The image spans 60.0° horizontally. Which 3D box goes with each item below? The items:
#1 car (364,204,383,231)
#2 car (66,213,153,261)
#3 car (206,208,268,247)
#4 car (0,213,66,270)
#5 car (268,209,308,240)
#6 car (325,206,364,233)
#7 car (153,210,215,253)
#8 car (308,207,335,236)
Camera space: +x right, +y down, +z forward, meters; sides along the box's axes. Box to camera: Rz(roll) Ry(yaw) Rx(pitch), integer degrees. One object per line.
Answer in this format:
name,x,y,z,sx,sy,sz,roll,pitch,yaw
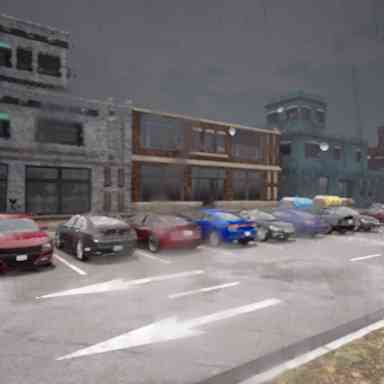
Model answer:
car,9.846,1.720,22.236,2.231,1.521,4.892,1,-1,-35
car,-3.736,1.526,12.564,2.231,1.521,4.892,1,0,-35
car,0.895,1.587,15.858,2.097,1.535,5.008,1,0,-35
car,-6.008,1.495,10.963,2.097,1.535,5.008,1,0,-35
car,3.153,1.620,17.477,2.231,1.521,4.892,1,0,-35
car,7.567,1.714,20.644,2.163,1.488,4.792,1,0,-35
car,-1.492,1.584,14.203,2.163,1.488,4.792,1,0,-35
car,5.321,1.691,19.008,2.002,1.452,4.674,1,0,-35
